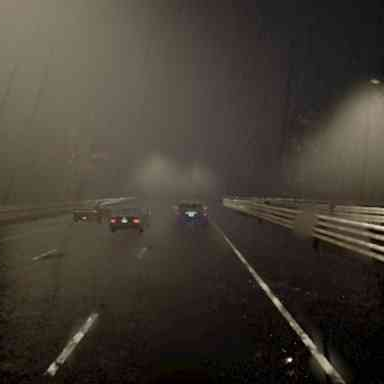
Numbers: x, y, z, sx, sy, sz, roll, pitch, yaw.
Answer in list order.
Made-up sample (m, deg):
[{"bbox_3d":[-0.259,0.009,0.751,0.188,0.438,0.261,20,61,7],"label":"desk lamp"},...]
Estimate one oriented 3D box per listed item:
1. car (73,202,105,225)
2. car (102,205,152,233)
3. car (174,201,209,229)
[{"bbox_3d":[-7.127,1.505,24.392,2.128,1.511,4.902,0,0,-1],"label":"car"},{"bbox_3d":[-3.553,1.556,19.858,2.033,1.411,5.357,0,0,-1],"label":"car"},{"bbox_3d":[-0.084,1.361,21.548,2.097,1.767,4.553,0,0,-1],"label":"car"}]
